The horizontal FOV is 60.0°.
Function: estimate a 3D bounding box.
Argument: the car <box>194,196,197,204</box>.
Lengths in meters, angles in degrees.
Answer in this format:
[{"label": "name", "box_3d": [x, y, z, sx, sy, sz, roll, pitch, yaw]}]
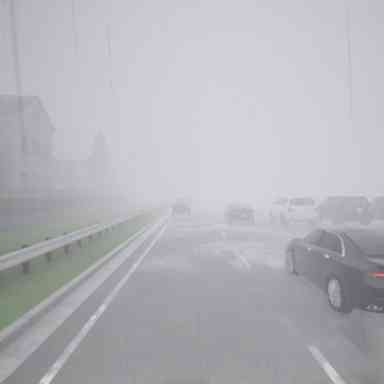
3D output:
[{"label": "car", "box_3d": [-0.020, 1.687, 68.329, 2.128, 1.511, 4.902, 0, 0, 0]}]

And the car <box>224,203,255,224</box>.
[{"label": "car", "box_3d": [3.592, 1.566, 25.942, 1.882, 1.535, 5.008, 0, 0, 0]}]

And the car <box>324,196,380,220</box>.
[{"label": "car", "box_3d": [10.593, 1.302, 23.695, 2.150, 2.045, 5.566, 0, 0, 0]}]

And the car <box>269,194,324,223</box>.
[{"label": "car", "box_3d": [7.093, 1.302, 23.689, 2.150, 2.045, 5.566, 0, 0, 0]}]

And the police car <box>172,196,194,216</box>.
[{"label": "police car", "box_3d": [-1.061, 1.543, 34.818, 1.930, 1.638, 5.238, 0, 0, 0]}]

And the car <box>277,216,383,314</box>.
[{"label": "car", "box_3d": [3.598, 1.531, 7.678, 1.837, 1.490, 4.892, 0, 0, 0]}]

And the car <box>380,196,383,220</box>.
[{"label": "car", "box_3d": [14.094, 1.301, 23.691, 2.150, 2.045, 5.566, 0, 0, 0]}]

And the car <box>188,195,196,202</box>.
[{"label": "car", "box_3d": [-0.024, 1.650, 84.076, 1.882, 1.535, 5.008, 0, 0, 0]}]
